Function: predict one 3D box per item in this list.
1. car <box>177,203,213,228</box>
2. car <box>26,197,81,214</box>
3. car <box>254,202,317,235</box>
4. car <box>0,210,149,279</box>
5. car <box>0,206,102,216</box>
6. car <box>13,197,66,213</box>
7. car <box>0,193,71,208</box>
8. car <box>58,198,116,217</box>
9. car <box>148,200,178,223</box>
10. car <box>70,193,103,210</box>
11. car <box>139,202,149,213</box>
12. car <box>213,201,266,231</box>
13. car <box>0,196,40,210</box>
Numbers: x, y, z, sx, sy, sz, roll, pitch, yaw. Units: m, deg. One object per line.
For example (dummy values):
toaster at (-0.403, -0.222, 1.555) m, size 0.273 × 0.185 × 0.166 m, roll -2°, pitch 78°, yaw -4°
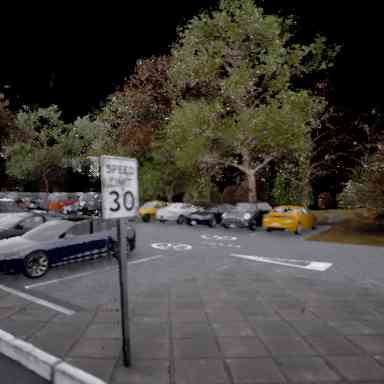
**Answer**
car at (1.505, 1.531, 22.911) m, size 2.163 × 1.488 × 4.792 m, roll 1°, pitch 0°, yaw 36°
car at (-14.249, 1.334, 34.425) m, size 2.163 × 1.488 × 4.792 m, roll 1°, pitch 0°, yaw 36°
car at (5.902, 1.558, 19.747) m, size 2.097 × 1.535 × 5.008 m, roll 1°, pitch 0°, yaw 36°
car at (-3.941, 1.568, 10.701) m, size 2.163 × 1.488 × 4.792 m, roll 1°, pitch 0°, yaw 36°
car at (-6.166, 1.509, 12.360) m, size 2.097 × 1.535 × 5.008 m, roll 1°, pitch 0°, yaw 36°
car at (-16.384, 1.318, 35.977) m, size 2.163 × 1.488 × 4.792 m, roll 0°, pitch 0°, yaw 36°
car at (-8.396, 1.229, 14.008) m, size 2.435 × 2.045 × 5.566 m, roll 1°, pitch 0°, yaw 36°
car at (-9.699, 1.385, 31.050) m, size 2.163 × 1.488 × 4.792 m, roll 1°, pitch 0°, yaw 36°
car at (-0.720, 1.512, 24.561) m, size 2.002 × 1.452 × 4.674 m, roll 1°, pitch 0°, yaw 36°
car at (-7.423, 1.134, 29.467) m, size 2.435 × 2.045 × 5.566 m, roll 1°, pitch 0°, yaw 36°
car at (-3.069, 1.440, 26.040) m, size 1.946 × 1.575 × 5.366 m, roll 1°, pitch 0°, yaw 36°
car at (3.683, 1.403, 21.405) m, size 2.185 × 1.767 × 4.553 m, roll 1°, pitch 0°, yaw 36°
car at (-20.879, 1.269, 39.212) m, size 2.097 × 1.535 × 5.008 m, roll 0°, pitch 0°, yaw 36°
